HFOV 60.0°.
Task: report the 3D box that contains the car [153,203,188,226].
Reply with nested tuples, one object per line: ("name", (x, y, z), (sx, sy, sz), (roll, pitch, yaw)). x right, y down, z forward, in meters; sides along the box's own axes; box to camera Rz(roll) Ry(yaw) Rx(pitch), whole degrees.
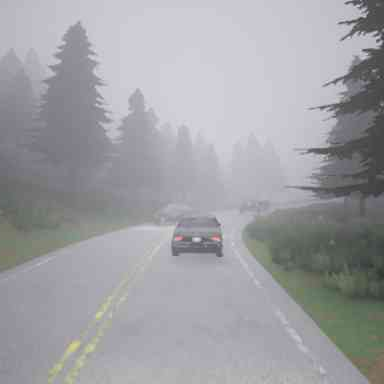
("car", (-1.253, 1.566, 24.074), (1.812, 1.442, 4.674), (-1, 0, 17))

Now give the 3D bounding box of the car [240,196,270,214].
("car", (6.444, 1.206, 33.391), (2.097, 1.767, 4.553), (-3, -1, 30))

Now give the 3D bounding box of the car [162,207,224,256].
("car", (0.295, 1.553, 13.122), (2.033, 1.411, 5.357), (0, 0, 3))
